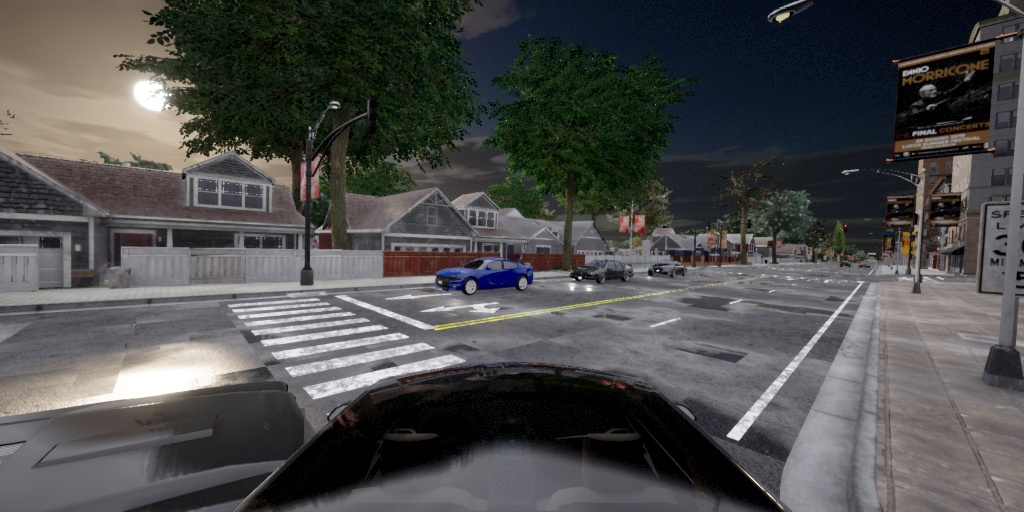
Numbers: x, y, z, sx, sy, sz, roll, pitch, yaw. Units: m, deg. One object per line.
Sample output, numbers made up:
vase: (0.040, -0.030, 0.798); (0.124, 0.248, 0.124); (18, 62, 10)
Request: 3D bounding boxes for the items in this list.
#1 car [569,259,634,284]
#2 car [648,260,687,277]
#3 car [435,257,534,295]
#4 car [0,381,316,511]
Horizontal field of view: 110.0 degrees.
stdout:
car: (6.008, 0.943, 23.381); (5.357, 1.411, 2.033); (0, 2, -44)
car: (13.192, 1.015, 30.317); (4.181, 1.385, 1.994); (0, 2, -44)
car: (-1.145, 0.821, 16.447); (5.008, 1.535, 1.882); (0, 2, -44)
car: (-3.309, 1.292, 1.257); (4.718, 1.301, 1.895); (1, 2, -34)
